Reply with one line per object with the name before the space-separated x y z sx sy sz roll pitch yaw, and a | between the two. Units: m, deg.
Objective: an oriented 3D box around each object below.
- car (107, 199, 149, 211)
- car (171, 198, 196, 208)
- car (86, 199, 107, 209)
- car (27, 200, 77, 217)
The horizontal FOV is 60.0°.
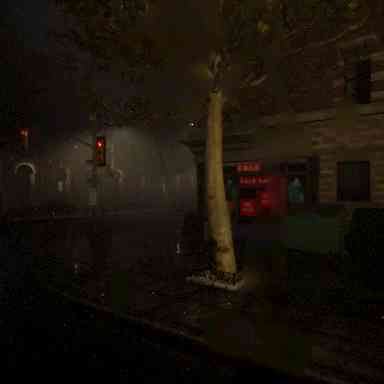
car | -7.466 1.601 40.018 1.895 1.301 4.718 0 0 36
car | -1.394 1.547 48.297 2.033 1.411 5.357 0 0 36
car | -11.944 1.595 45.158 1.895 1.301 4.718 0 0 36
car | -13.359 1.526 31.940 1.812 1.442 4.674 0 0 36
